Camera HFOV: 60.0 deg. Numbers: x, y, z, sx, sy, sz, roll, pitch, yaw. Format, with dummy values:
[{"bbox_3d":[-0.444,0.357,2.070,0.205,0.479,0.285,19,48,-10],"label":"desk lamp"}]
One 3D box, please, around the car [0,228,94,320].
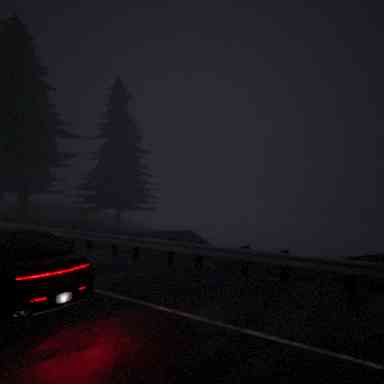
[{"bbox_3d":[-4.110,1.527,7.011,4.892,1.490,1.837,0,0,36],"label":"car"}]
